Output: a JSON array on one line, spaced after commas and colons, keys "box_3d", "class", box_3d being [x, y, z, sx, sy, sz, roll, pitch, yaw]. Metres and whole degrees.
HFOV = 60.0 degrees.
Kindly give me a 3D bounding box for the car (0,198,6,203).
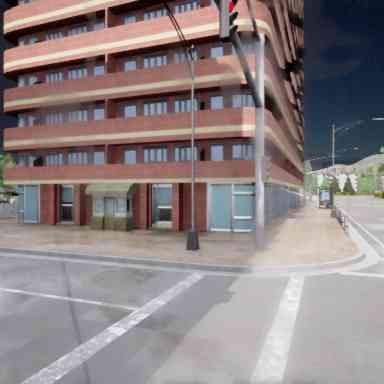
[{"box_3d": [-28.164, 1.449, 45.800, 1.837, 1.490, 4.892, 0, 0, 23], "class": "car"}]
